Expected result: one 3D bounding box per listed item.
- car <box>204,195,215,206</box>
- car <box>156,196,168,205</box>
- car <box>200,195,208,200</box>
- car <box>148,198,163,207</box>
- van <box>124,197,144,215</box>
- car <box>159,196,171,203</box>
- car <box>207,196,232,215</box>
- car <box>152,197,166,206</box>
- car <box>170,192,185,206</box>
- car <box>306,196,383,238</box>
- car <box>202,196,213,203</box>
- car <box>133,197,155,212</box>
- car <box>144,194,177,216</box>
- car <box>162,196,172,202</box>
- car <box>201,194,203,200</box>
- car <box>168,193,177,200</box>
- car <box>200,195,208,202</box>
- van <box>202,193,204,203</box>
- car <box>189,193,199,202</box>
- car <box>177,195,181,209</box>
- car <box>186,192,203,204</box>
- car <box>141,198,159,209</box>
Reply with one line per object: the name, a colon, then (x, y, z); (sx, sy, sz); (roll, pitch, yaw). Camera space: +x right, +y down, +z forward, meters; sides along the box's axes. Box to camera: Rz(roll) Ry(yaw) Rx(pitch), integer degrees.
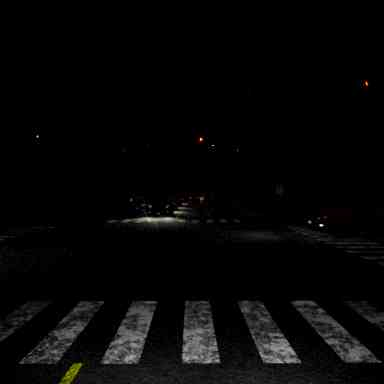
car: (2.951, 1.443, 44.713); (1.967, 1.590, 4.097); (0, 0, 0)
car: (-5.465, 1.527, 61.599); (1.752, 1.417, 4.829); (0, 0, 0)
car: (3.245, 1.558, 90.067); (1.947, 1.339, 4.313); (0, 0, 0)
car: (-5.537, 1.585, 50.433); (1.802, 1.307, 4.206); (0, 0, 0)
van: (-5.648, 1.343, 33.428); (1.690, 1.788, 3.998); (0, 0, 0)
car: (-5.427, 1.567, 67.437); (1.947, 1.339, 4.313); (0, 0, 0)
car: (2.878, 1.442, 33.375); (1.967, 1.590, 4.097); (0, 0, 0)
car: (-5.501, 1.569, 56.101); (1.947, 1.339, 4.313); (0, 0, 0)
car: (-2.756, 1.225, 52.661); (2.150, 2.045, 5.566); (0, 0, 1)
car: (8.939, 1.234, 17.419); (5.566, 2.045, 2.150); (0, 0, 0)
car: (3.098, 1.552, 67.390); (2.008, 1.369, 4.403); (0, 0, 0)
car: (-5.611, 1.443, 39.096); (1.967, 1.590, 4.097); (0, 0, 0)
car: (-2.938, 1.354, 32.126); (2.097, 1.767, 4.553); (0, 0, 2)
car: (-5.390, 1.544, 73.105); (1.887, 1.381, 4.507); (0, 0, 0)
car: (3.063, 1.527, 61.890); (1.752, 1.417, 4.829); (0, 0, 0)
car: (-5.281, 1.307, 90.110); (2.192, 1.841, 5.009); (0, 0, 0)
car: (2.860, 1.453, 79.561); (1.801, 1.575, 5.366); (0, 0, 0)
van: (3.025, 1.344, 56.051); (1.690, 1.788, 3.998); (0, 0, 0)
car: (0.472, 1.186, 73.758); (2.097, 1.767, 4.553); (0, 0, 0)
car: (-2.831, 1.481, 42.064); (1.882, 1.535, 5.008); (0, 0, 1)
car: (0.406, 1.223, 63.398); (2.150, 2.045, 5.566); (0, 0, 0)
car: (-5.574, 1.569, 44.765); (1.947, 1.339, 4.313); (0, 0, 0)
